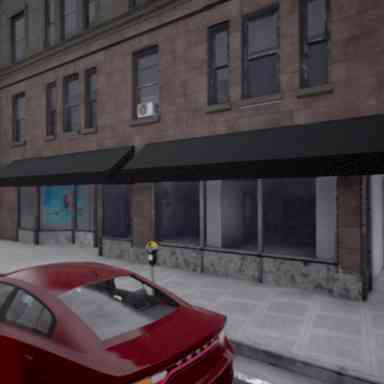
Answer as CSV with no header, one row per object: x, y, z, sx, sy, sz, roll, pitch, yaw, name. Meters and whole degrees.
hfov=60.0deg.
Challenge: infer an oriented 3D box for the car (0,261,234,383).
-1.690,1.548,4.055,4.507,1.381,1.887,0,0,35,car
